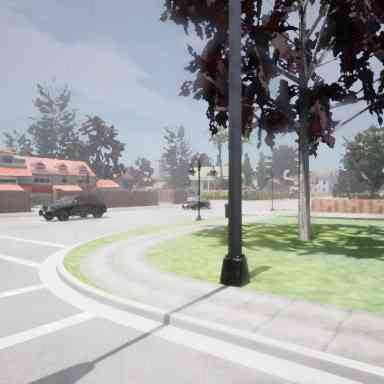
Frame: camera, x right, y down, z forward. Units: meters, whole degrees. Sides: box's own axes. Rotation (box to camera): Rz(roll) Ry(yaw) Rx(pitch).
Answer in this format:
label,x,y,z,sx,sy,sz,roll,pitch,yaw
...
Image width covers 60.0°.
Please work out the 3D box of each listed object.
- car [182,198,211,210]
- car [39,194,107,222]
label,x,y,z,sx,sy,sz,roll,pitch,yaw
car,0.595,1.492,42.187,2.128,1.511,4.902,0,0,35
car,-9.555,1.223,27.251,2.150,2.045,5.566,0,0,34
